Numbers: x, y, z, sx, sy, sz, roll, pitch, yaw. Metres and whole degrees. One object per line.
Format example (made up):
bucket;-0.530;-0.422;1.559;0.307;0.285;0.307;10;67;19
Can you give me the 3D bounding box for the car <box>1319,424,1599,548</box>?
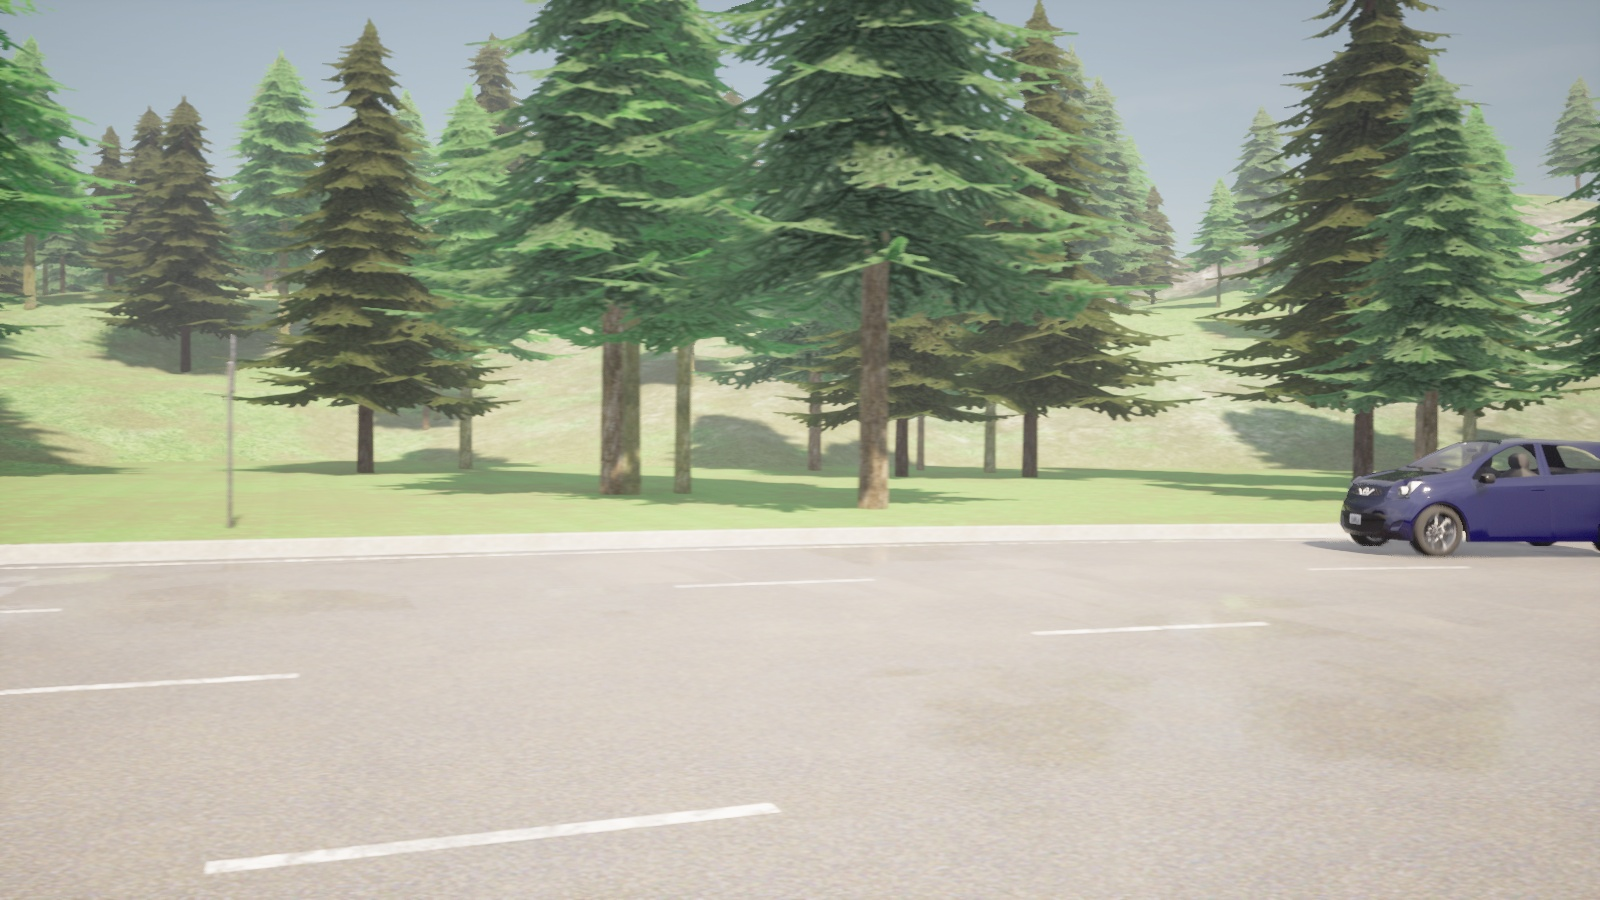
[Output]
car;9.044;0.421;16.550;3.633;1.501;1.845;-1;1;-7
